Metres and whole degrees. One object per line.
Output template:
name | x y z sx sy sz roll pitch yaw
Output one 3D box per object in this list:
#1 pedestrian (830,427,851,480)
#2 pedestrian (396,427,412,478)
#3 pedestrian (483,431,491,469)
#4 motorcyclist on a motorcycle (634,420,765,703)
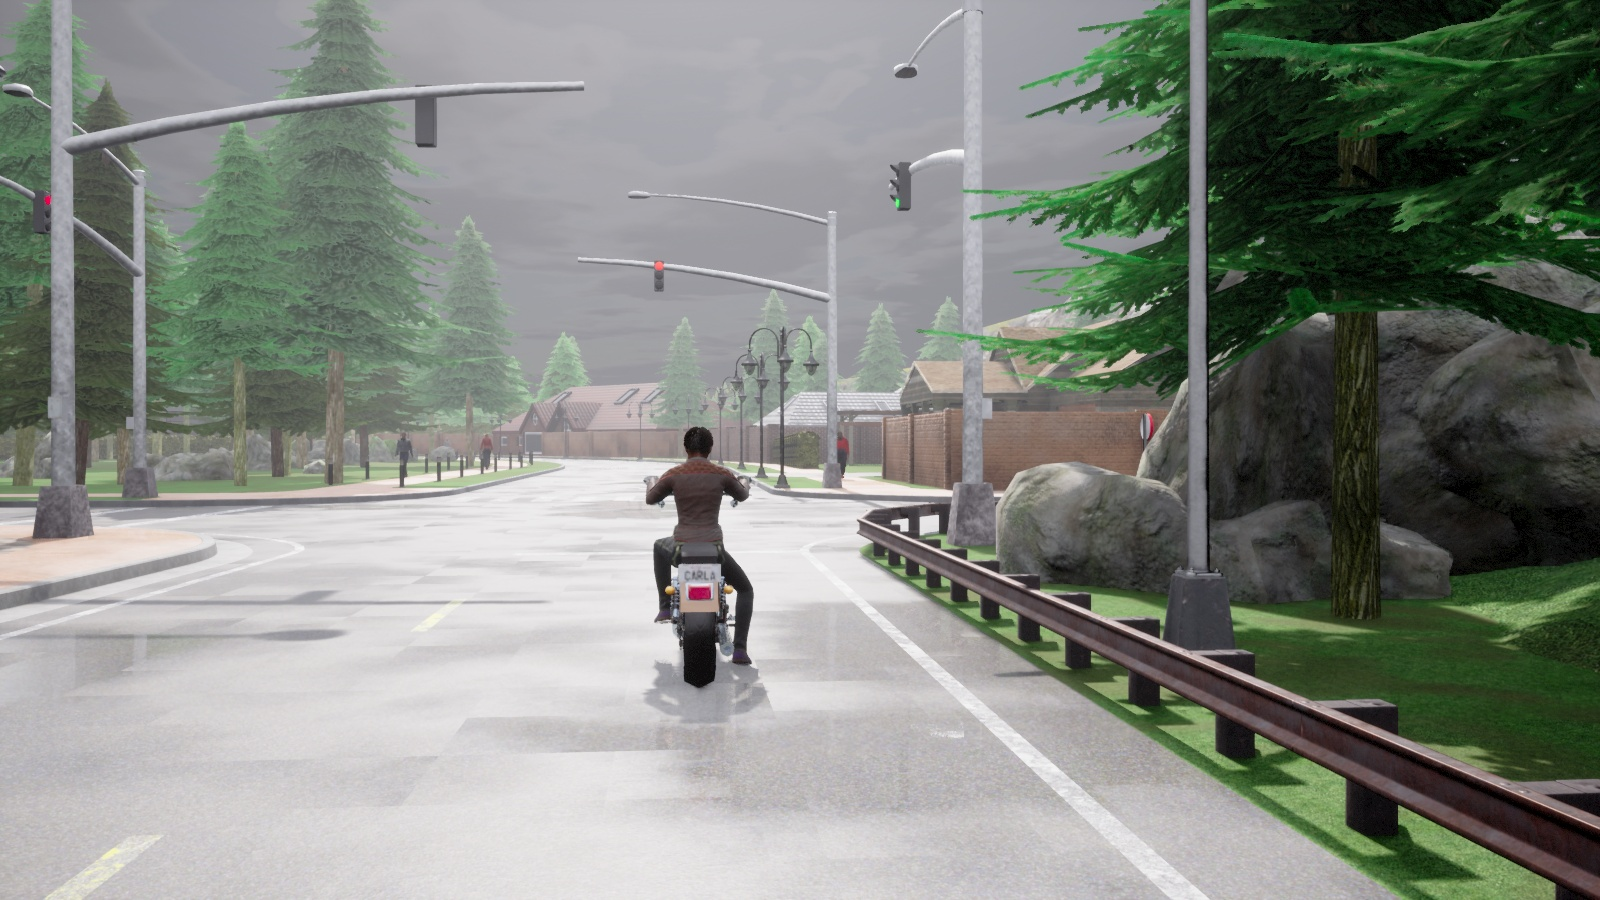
pedestrian | 1.416 0.134 44.181 0.634 1.844 0.899 0 0 -5
pedestrian | -15.011 0.091 47.639 0.423 1.949 0.788 0 0 -6
pedestrian | -15.385 0.011 61.769 0.331 1.846 0.636 0 0 -9
motorcyclist on a motorcycle | -0.693 0.648 8.534 0.766 1.649 2.350 0 0 -5
